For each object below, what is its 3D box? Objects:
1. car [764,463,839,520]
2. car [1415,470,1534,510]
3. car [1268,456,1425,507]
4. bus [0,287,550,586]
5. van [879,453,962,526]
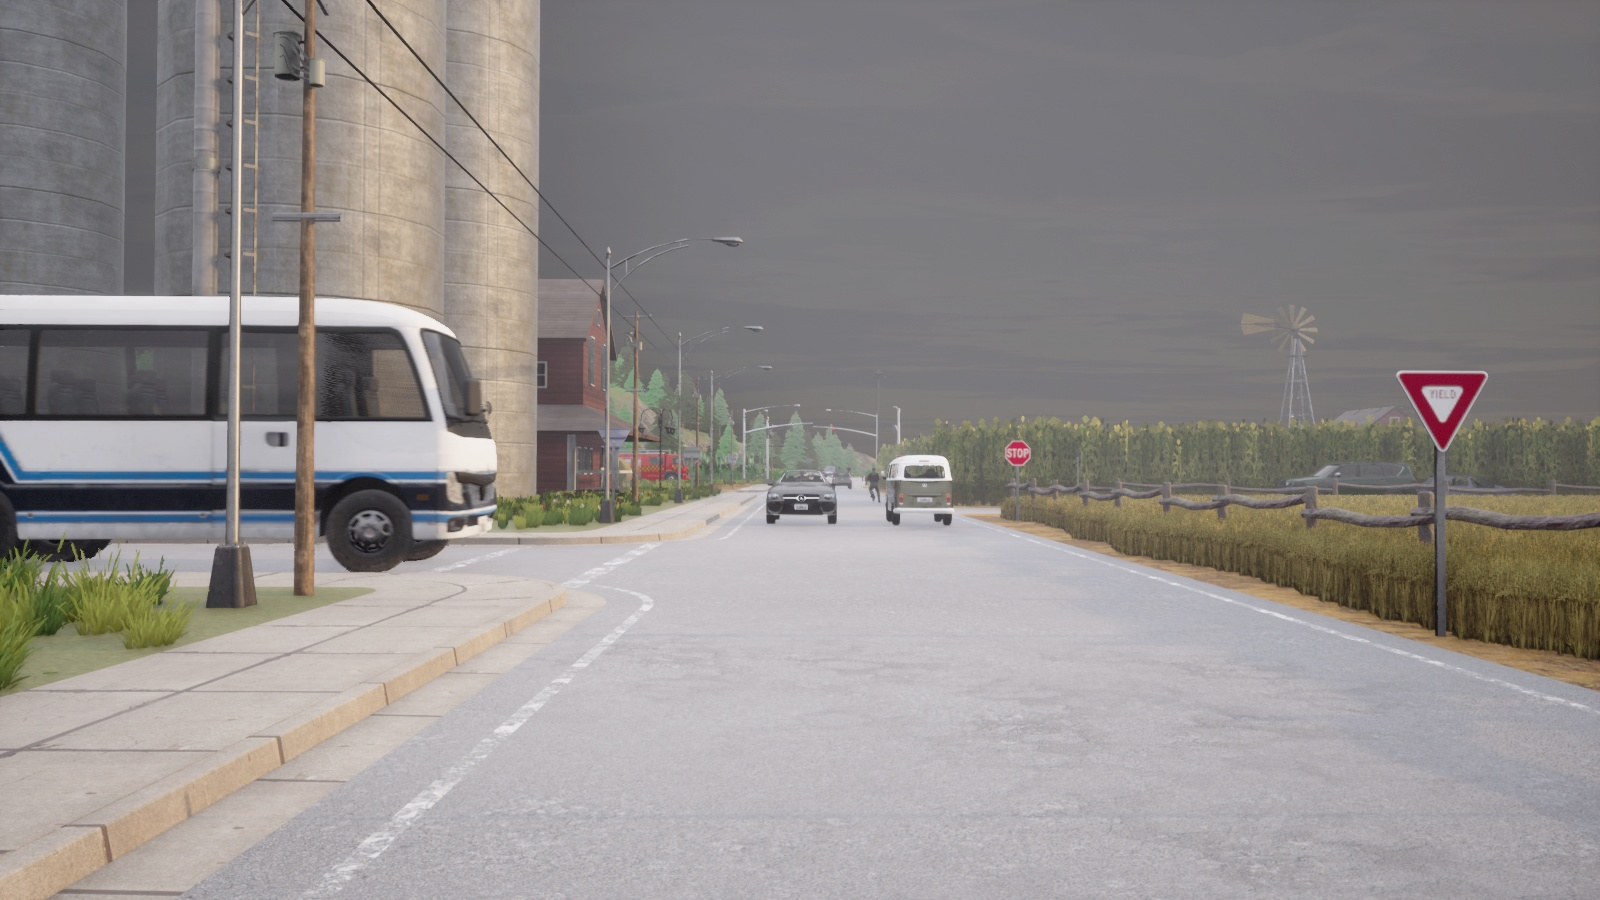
[{"bbox_3d":[0.100,1.250,39.099,2.152,1.651,5.027,0,-1,1],"label":"car"},{"bbox_3d":[26.262,1.536,48.999,3.633,1.501,1.845,0,-1,0],"label":"car"},{"bbox_3d":[22.618,1.315,52.121,5.566,2.045,2.150,0,-1,0],"label":"car"},{"bbox_3d":[-9.440,-0.189,19.957,10.273,4.253,3.944,0,0,-3],"label":"bus"},{"bbox_3d":[3.564,1.160,37.860,2.069,2.038,4.480,0,-1,0],"label":"van"}]
